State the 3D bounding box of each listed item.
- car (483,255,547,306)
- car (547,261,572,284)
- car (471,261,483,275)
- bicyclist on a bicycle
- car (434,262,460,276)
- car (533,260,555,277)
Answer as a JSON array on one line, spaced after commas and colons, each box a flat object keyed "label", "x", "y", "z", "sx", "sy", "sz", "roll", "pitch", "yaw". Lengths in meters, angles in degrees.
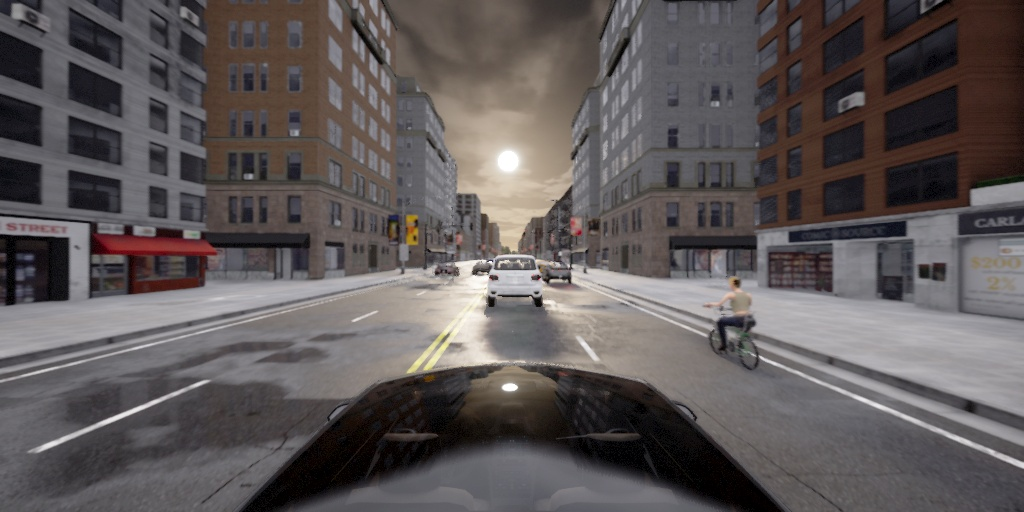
[{"label": "car", "x": 0.116, "y": 0.971, "z": 15.910, "sx": 2.150, "sy": 2.045, "sz": 5.566, "roll": 0, "pitch": 0, "yaw": 0}, {"label": "car", "x": 3.370, "y": 1.244, "z": 27.259, "sx": 2.128, "sy": 1.511, "sz": 4.902, "roll": 0, "pitch": 0, "yaw": 0}, {"label": "car", "x": -3.242, "y": 1.302, "z": 39.360, "sx": 2.033, "sy": 1.411, "sz": 5.357, "roll": 0, "pitch": 0, "yaw": 1}, {"label": "bicyclist on a bicycle", "x": 4.129, "y": 1.188, "z": 6.735, "sx": 0.866, "sy": 1.612, "sz": 1.509, "roll": 0, "pitch": 0, "yaw": 0}, {"label": "car", "x": -6.520, "y": 1.316, "z": 36.352, "sx": 1.994, "sy": 1.385, "sz": 4.181, "roll": 0, "pitch": 0, "yaw": 0}, {"label": "car", "x": 3.291, "y": 1.234, "z": 37.400, "sx": 1.882, "sy": 1.535, "sz": 5.008, "roll": 0, "pitch": 0, "yaw": 0}]
